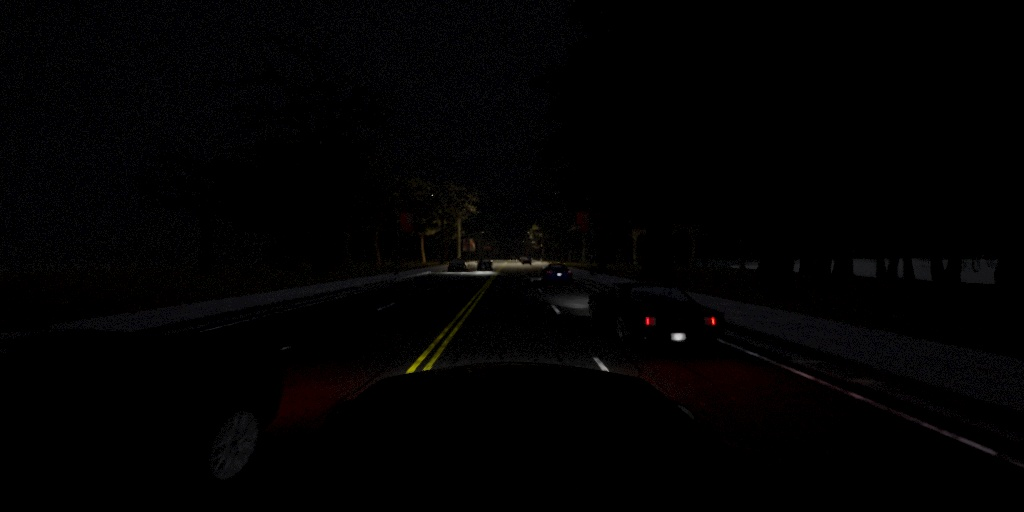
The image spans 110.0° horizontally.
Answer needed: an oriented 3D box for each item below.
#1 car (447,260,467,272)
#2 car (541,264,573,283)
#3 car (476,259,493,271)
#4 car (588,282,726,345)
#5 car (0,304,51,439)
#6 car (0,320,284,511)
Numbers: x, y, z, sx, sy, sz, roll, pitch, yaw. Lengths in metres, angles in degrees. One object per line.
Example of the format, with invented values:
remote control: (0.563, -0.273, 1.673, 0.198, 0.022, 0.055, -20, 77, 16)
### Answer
car: (-6.703, 1.171, 44.117, 1.812, 1.442, 4.674, 0, 0, 0)
car: (3.284, 1.246, 26.867, 1.994, 1.385, 4.181, 0, 0, 0)
car: (-3.454, 1.134, 45.964, 2.128, 1.511, 4.902, 0, 0, 0)
car: (3.341, 1.328, 9.413, 1.895, 1.301, 4.718, 0, 0, 0)
car: (-6.601, 1.299, 1.658, 2.033, 1.411, 5.357, 0, 0, 0)
car: (-3.364, 1.228, 1.714, 1.882, 1.535, 5.008, 0, 0, 0)
